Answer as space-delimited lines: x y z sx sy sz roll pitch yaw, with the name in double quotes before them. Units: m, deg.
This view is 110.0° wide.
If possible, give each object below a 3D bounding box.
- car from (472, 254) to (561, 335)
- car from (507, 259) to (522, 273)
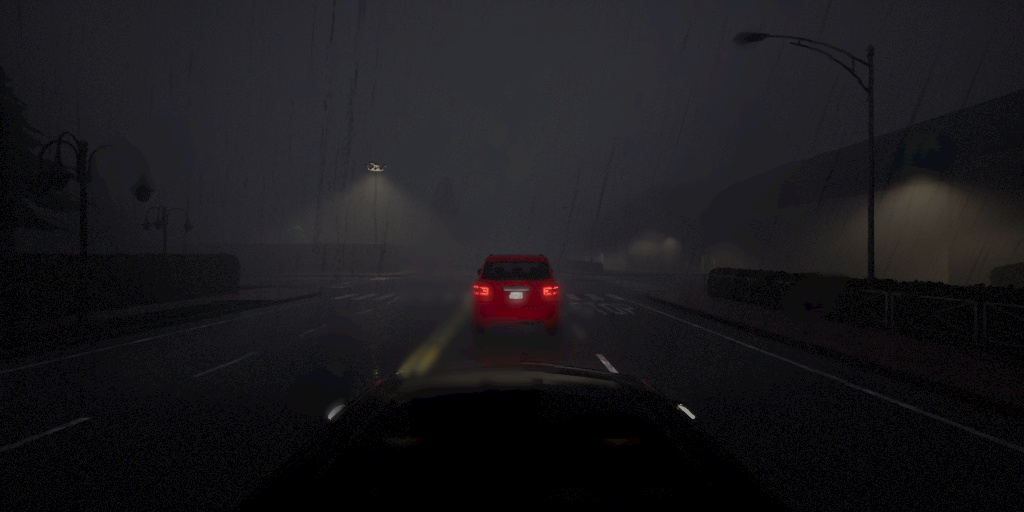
"car" 0.115 0.971 10.677 2.150 2.045 5.566 0 0 0
"car" 0.325 1.228 45.534 1.882 1.535 5.008 0 0 1
